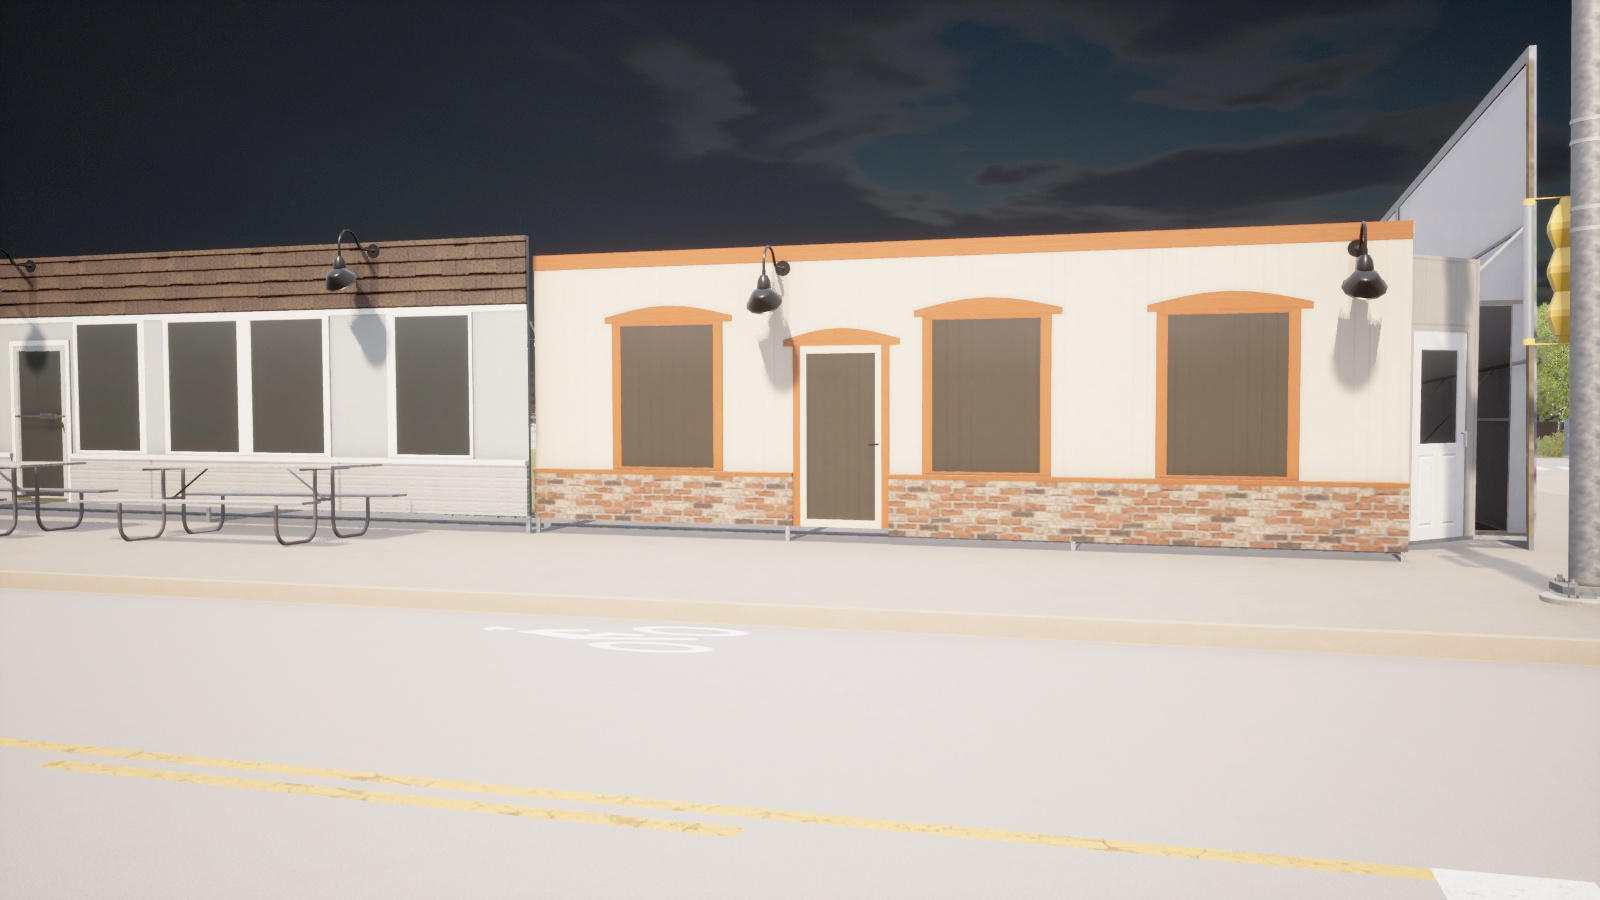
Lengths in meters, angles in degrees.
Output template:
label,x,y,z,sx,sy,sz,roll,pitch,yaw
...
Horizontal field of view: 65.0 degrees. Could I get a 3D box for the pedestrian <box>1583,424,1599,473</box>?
label,x,y,z,sx,sy,sz,roll,pitch,yaw
pedestrian,30.085,-0.047,47.562,0.614,1.847,0.353,0,1,15
